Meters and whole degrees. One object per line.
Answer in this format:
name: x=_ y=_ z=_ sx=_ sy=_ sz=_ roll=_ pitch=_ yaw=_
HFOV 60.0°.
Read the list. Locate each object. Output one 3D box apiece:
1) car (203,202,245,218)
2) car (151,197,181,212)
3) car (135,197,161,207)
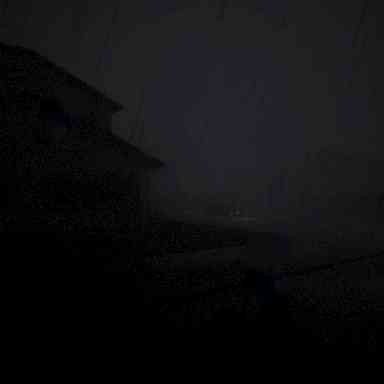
car: x=2.800 y=1.570 z=30.095 sx=1.994 sy=1.385 sz=4.181 roll=0 pitch=0 yaw=-35
car: x=-3.180 y=1.511 z=38.564 sx=1.837 sy=1.490 sz=4.892 roll=0 pitch=0 yaw=-35
car: x=-6.772 y=1.533 z=50.815 sx=1.812 sy=1.442 sz=4.674 roll=0 pitch=0 yaw=-36
